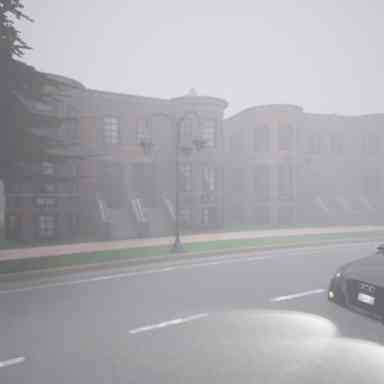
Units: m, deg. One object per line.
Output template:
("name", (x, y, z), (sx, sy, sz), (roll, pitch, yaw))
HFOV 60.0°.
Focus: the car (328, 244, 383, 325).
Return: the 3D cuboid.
("car", (4.592, 1.507, 6.137), (4.181, 1.385, 1.994), (0, 0, -25))
